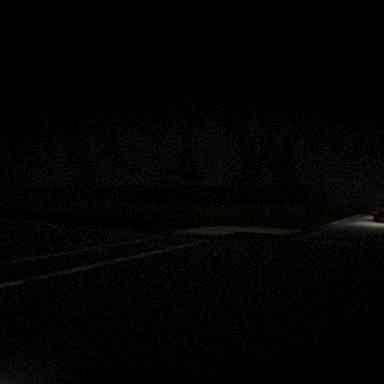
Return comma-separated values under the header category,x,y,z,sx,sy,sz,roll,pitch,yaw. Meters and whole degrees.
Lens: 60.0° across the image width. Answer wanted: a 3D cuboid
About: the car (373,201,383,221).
category,x,y,z,sx,sy,sz,roll,pitch,yaw
car,15.830,1.471,26.662,1.882,1.535,5.008,0,0,36
